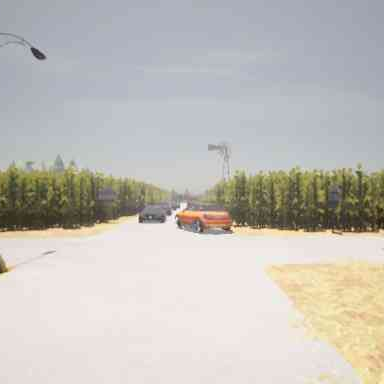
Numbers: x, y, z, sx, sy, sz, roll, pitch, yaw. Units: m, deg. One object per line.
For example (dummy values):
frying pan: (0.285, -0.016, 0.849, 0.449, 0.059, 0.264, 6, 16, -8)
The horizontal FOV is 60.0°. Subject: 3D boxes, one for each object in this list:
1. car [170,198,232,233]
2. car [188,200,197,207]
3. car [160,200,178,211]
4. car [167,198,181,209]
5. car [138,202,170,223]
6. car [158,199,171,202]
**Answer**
car: (0.603, 1.470, 20.900, 2.097, 1.767, 4.553, 1, -1, -25)
car: (0.117, 2.354, 69.046, 1.882, 1.535, 5.008, 0, -1, 0)
car: (-3.109, 1.836, 46.144, 2.128, 1.511, 4.902, 0, -1, 0)
car: (-3.062, 1.973, 56.399, 2.097, 1.767, 4.553, 0, -1, 1)
car: (-3.151, 1.765, 27.300, 1.994, 1.385, 4.181, 0, -1, 0)
car: (-3.133, 1.745, 36.167, 1.837, 1.490, 4.892, 0, 0, 0)
